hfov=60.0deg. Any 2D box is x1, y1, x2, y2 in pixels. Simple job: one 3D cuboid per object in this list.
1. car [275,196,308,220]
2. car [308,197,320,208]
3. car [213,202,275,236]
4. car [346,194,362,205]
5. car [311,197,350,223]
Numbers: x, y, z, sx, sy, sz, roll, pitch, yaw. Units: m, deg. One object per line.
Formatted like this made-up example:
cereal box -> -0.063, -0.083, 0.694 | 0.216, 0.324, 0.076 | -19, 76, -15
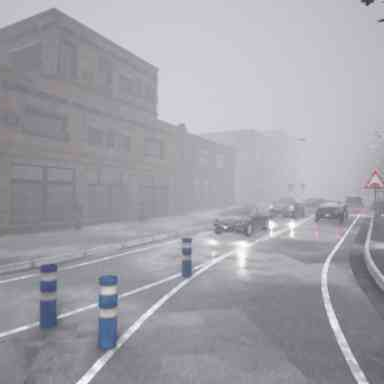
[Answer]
car -> 7.643, 1.173, 26.792 | 2.097, 1.767, 4.553 | 0, 1, 29
car -> 14.114, 1.230, 38.295 | 1.994, 1.385, 4.181 | 0, 1, 30
car -> 2.785, 1.437, 18.131 | 1.837, 1.490, 4.892 | 0, 1, 29
car -> 22.992, 1.010, 47.237 | 1.882, 1.535, 5.008 | 0, 1, 30
car -> 10.242, 1.369, 24.399 | 1.812, 1.442, 4.674 | 0, 1, 29
